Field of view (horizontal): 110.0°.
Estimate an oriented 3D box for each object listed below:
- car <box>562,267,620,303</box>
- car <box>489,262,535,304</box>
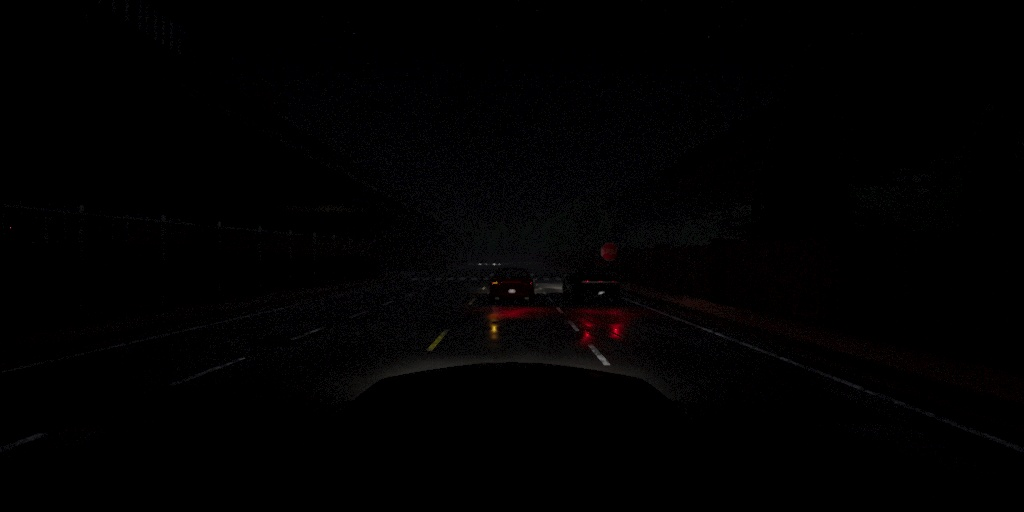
[{"bbox_3d":[3.500,1.244,16.500,2.128,1.511,4.902,0,0,0],"label":"car"},{"bbox_3d":[0.000,1.234,16.500,1.882,1.535,5.008,0,0,0],"label":"car"}]
